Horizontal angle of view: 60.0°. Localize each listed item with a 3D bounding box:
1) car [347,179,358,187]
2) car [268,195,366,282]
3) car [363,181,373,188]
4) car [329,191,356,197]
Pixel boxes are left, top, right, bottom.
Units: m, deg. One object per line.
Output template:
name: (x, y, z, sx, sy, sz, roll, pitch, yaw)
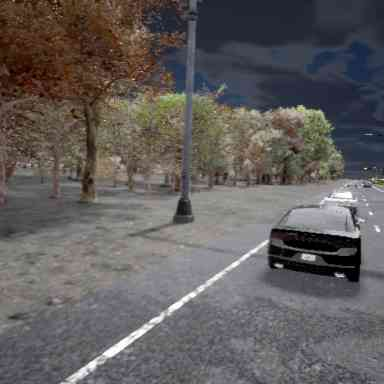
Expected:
car: (40.186, -2.322, 83.361, 2.150, 2.045, 5.566, 4, 4, 26)
car: (3.405, 1.049, 8.781, 1.882, 1.535, 5.008, 4, 4, 26)
car: (43.463, -1.772, 82.163, 1.994, 1.385, 4.181, 4, 4, 26)
car: (10.019, 0.618, 22.220, 1.895, 1.301, 4.718, 4, 4, 26)
